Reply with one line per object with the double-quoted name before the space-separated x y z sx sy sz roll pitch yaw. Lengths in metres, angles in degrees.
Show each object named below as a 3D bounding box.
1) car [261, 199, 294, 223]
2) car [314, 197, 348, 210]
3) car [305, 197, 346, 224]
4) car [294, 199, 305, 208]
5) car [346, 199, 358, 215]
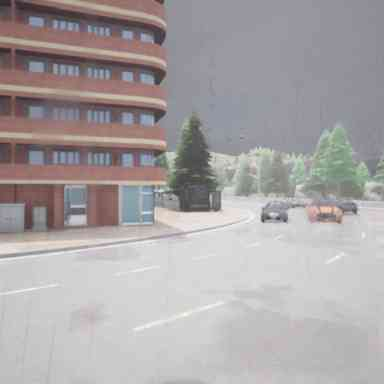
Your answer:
"car" 6.366 1.484 25.275 2.128 1.511 4.902 0 0 18
"car" 18.334 1.461 44.038 1.882 1.535 5.008 0 0 -8
"car" 9.846 1.342 24.830 2.097 1.767 4.553 0 0 17
"car" 14.244 1.585 46.757 1.895 1.301 4.718 0 0 -14
"car" 15.307 1.479 34.232 2.128 1.511 4.902 0 0 4
